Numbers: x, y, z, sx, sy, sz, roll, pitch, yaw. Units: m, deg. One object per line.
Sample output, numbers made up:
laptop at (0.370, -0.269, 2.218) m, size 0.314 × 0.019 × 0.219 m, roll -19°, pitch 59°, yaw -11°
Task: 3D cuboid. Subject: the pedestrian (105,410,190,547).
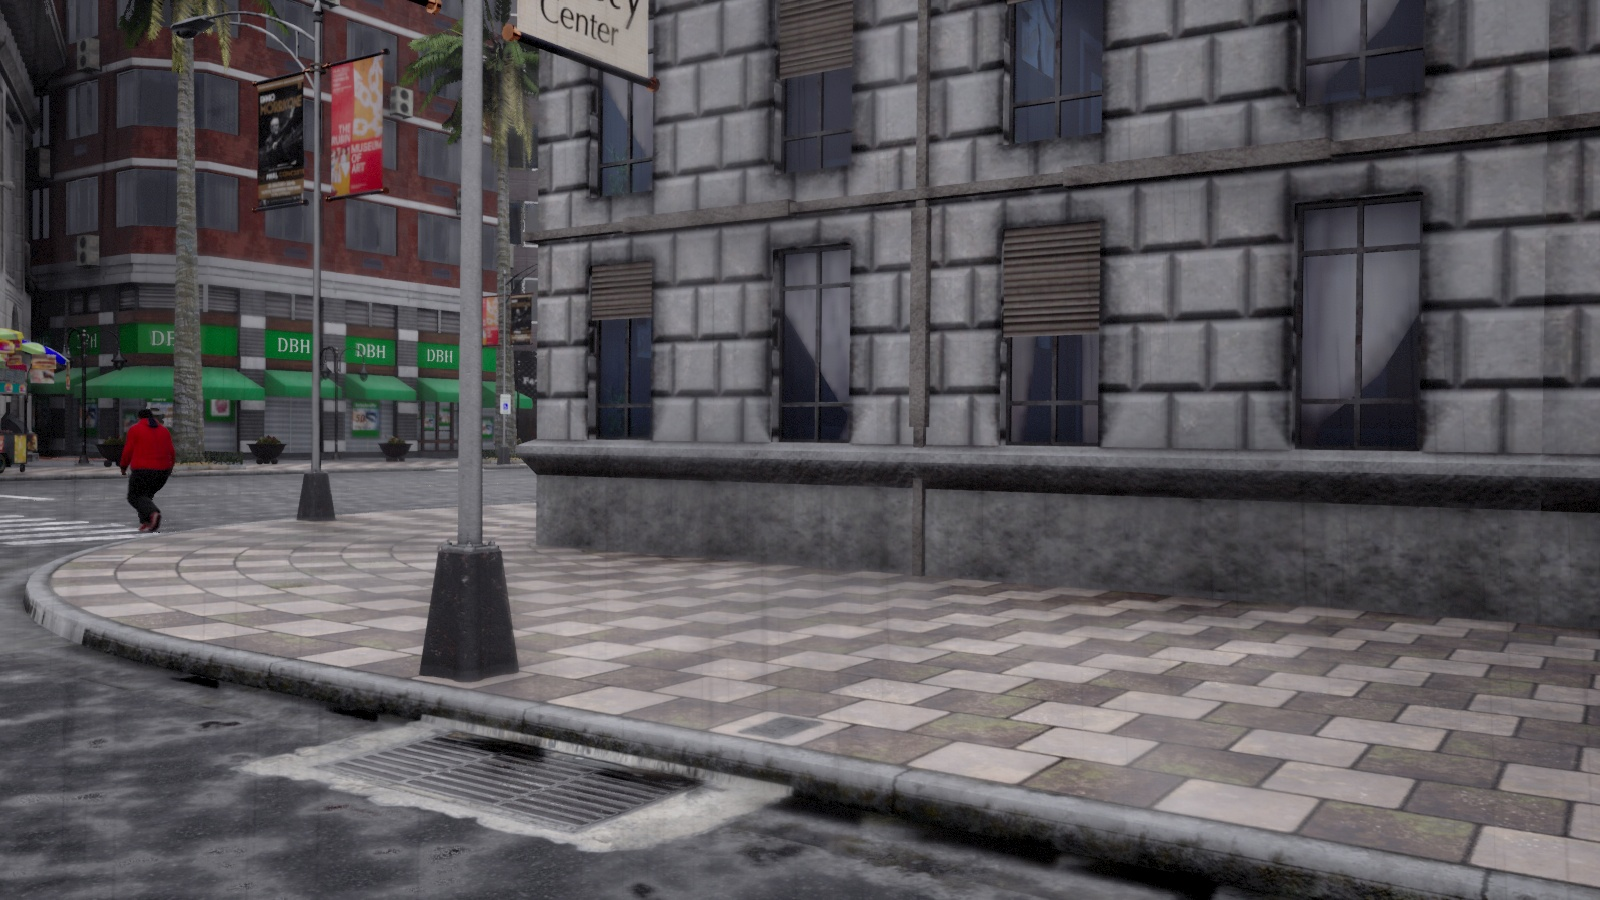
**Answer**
pedestrian at (-9.067, 0.382, 17.451) m, size 0.899 × 1.844 × 0.634 m, roll 0°, pitch 1°, yaw 30°
